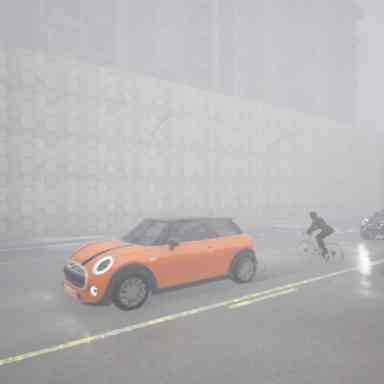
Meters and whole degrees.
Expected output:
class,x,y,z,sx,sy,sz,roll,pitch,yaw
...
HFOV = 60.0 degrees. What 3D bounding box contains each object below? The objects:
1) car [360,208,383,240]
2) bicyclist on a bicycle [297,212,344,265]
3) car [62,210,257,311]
class,x,y,z,sx,sy,sz,roll,pitch,yaw
car,9.884,1.354,15.636,4.553,1.767,2.097,0,0,-36
bicyclist on a bicycle,4.044,1.455,10.631,0.582,1.620,1.656,0,-2,-36
car,-0.601,1.352,7.907,4.553,1.767,2.097,0,0,-36
